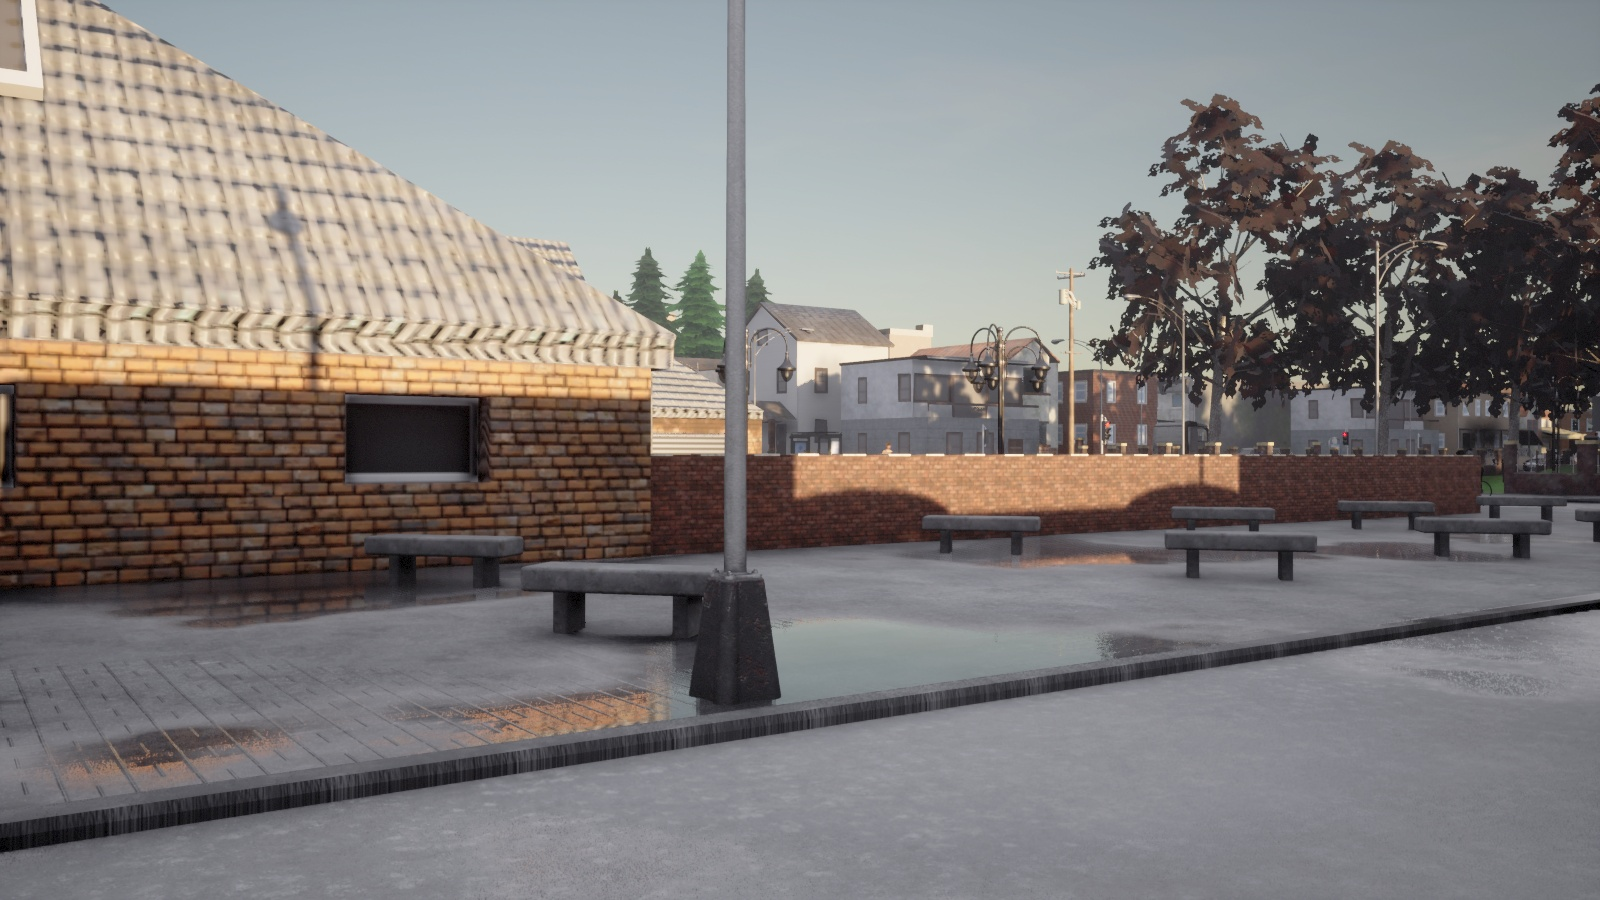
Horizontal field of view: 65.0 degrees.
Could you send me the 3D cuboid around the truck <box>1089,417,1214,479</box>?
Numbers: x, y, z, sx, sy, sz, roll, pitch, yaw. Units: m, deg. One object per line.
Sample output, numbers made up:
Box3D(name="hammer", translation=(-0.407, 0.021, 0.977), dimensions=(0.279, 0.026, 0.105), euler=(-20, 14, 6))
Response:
Box3D(name="truck", translation=(20.808, -0.100, 74.047), dimensions=(7.936, 3.462, 2.891), euler=(0, 0, -37))
